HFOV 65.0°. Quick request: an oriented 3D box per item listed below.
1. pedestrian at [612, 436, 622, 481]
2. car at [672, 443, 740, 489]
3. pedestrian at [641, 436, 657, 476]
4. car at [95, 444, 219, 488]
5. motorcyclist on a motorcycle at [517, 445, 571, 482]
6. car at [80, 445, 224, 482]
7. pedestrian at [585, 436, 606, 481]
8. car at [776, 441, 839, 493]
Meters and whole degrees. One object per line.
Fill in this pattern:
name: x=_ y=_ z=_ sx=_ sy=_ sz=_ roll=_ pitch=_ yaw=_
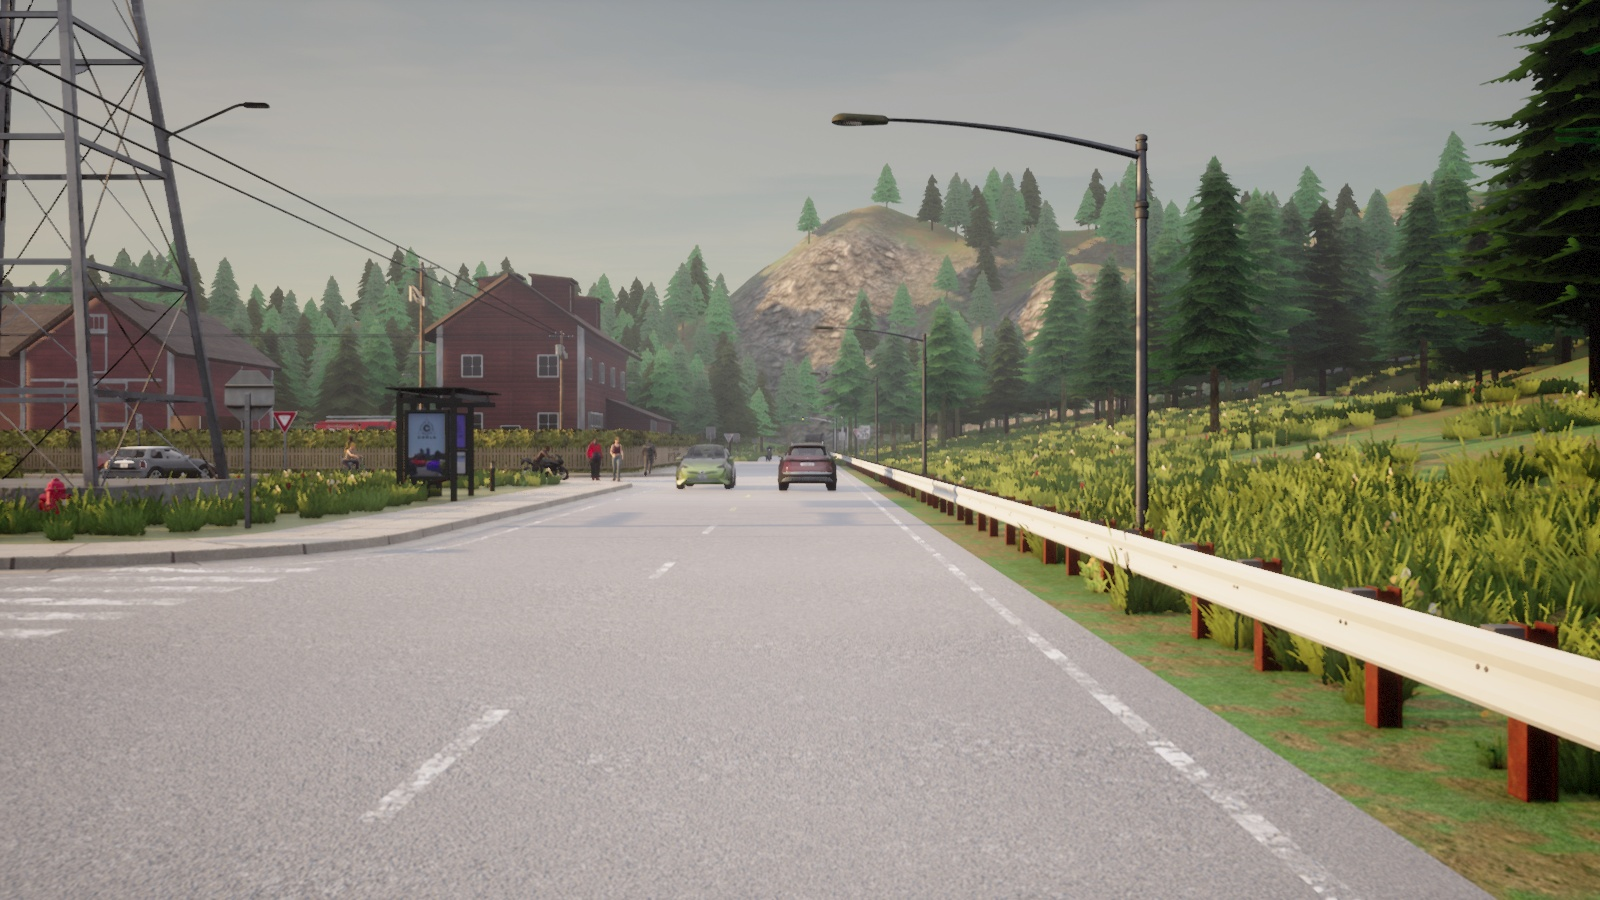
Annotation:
pedestrian: x=-7.421 y=0.348 z=50.914 sx=0.345 sy=1.836 sz=0.594 roll=0 pitch=0 yaw=-13
car: x=-3.241 y=0.537 z=43.936 sx=2.007 sy=1.525 sz=4.514 roll=0 pitch=0 yaw=0
pedestrian: x=-7.146 y=0.281 z=59.330 sx=0.563 sy=1.883 sz=0.849 roll=0 pitch=0 yaw=6
car: x=-22.541 y=0.539 z=44.212 sx=1.970 sy=1.475 sz=3.806 roll=0 pitch=0 yaw=11
motorcyclist on a motorcycle: x=-10.489 y=0.540 z=51.556 sx=2.044 sy=1.523 sz=0.797 roll=0 pitch=0 yaw=1
car: x=-26.540 y=0.545 z=51.527 sx=4.792 sy=1.488 sz=2.163 roll=0 pitch=0 yaw=0
pedestrian: x=-8.563 y=0.341 z=52.562 sx=0.634 sy=1.844 sz=0.899 roll=0 pitch=0 yaw=-28
car: x=0.251 y=0.528 z=42.591 sx=2.033 sy=1.649 sz=4.856 roll=0 pitch=0 yaw=0
